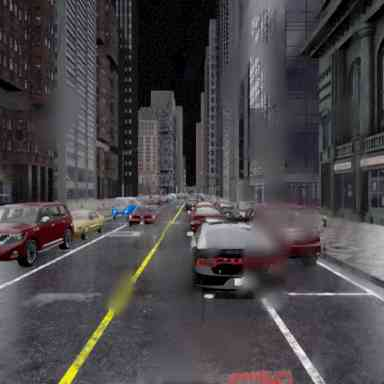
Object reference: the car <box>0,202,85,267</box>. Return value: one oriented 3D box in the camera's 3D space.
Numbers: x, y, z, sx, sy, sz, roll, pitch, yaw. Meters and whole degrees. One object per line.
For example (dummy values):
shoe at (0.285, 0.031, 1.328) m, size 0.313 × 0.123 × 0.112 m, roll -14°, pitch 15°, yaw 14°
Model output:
car at (-5.751, 1.314, 11.584) m, size 2.192 × 1.841 × 5.009 m, roll 0°, pitch 0°, yaw 0°

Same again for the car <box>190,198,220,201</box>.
car at (0.933, 1.458, 24.679) m, size 1.801 × 1.575 × 5.366 m, roll 0°, pitch 0°, yaw 0°

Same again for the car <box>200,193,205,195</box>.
car at (2.861, 1.580, 73.624) m, size 1.887 × 1.381 × 4.507 m, roll 0°, pitch 0°, yaw 0°

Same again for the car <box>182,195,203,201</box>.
car at (0.087, 1.506, 45.591) m, size 2.128 × 1.511 × 4.902 m, roll 0°, pitch 0°, yaw 1°

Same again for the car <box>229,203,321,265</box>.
car at (2.774, 1.315, 11.579) m, size 2.192 × 1.841 × 5.009 m, roll 0°, pitch 0°, yaw 0°

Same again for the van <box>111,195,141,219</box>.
van at (-5.728, 1.345, 28.506) m, size 1.690 × 1.788 × 3.998 m, roll 0°, pitch 0°, yaw 0°

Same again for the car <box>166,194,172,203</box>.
car at (-5.672, 1.597, 67.991) m, size 1.947 × 1.339 × 4.313 m, roll 0°, pitch 0°, yaw 0°

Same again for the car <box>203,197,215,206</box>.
car at (2.837, 1.589, 56.702) m, size 1.947 × 1.339 × 4.313 m, roll 0°, pitch 0°, yaw 0°

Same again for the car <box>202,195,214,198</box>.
car at (2.821, 1.455, 45.421) m, size 1.967 × 1.590 × 4.097 m, roll 0°, pitch 0°, yaw 0°

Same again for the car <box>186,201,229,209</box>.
car at (0.803, 1.479, 18.462) m, size 1.882 × 1.535 × 5.008 m, roll 0°, pitch 0°, yaw -2°

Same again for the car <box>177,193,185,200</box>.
car at (-2.870, 1.274, 93.940) m, size 2.150 × 2.045 × 5.566 m, roll 0°, pitch 0°, yaw 0°

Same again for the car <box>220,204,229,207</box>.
car at (2.783, 1.551, 17.219) m, size 2.008 × 1.369 × 4.403 m, roll 0°, pitch 0°, yaw 0°

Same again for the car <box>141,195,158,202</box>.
car at (-5.712, 1.325, 39.787) m, size 2.192 × 1.841 × 5.009 m, roll 0°, pitch 0°, yaw 0°

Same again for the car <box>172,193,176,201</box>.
car at (-5.657, 1.590, 79.272) m, size 2.008 × 1.369 × 4.403 m, roll 0°, pitch 0°, yaw 0°

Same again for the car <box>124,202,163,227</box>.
car at (-3.069, 1.603, 22.636) m, size 1.895 × 1.301 × 4.718 m, roll 0°, pitch 0°, yaw 0°

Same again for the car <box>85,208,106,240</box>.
car at (-5.743, 1.526, 17.054) m, size 1.752 × 1.417 × 4.829 m, roll 0°, pitch 0°, yaw 0°

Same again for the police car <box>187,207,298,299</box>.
police car at (0.897, 1.425, 8.600) m, size 1.930 × 1.638 × 5.238 m, roll 0°, pitch 0°, yaw 0°

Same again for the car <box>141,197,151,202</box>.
car at (-5.719, 1.558, 34.146) m, size 2.008 × 1.369 × 4.403 m, roll 0°, pitch 0°, yaw 0°

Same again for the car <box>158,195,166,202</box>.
car at (-5.697, 1.334, 51.069) m, size 2.192 × 1.841 × 5.009 m, roll 0°, pitch 0°, yaw 0°
